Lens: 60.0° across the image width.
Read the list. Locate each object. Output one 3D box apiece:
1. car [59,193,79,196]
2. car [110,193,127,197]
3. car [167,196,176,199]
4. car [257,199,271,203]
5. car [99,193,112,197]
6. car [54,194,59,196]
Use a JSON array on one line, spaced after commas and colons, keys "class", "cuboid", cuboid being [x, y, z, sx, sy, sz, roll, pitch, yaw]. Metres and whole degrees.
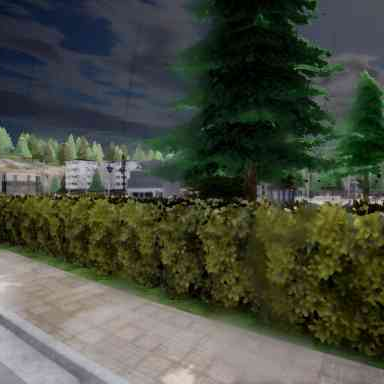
[{"class": "car", "cuboid": [-28.369, 1.153, 79.486, 2.152, 1.636, 5.027, 0, 0, 43]}, {"class": "car", "cuboid": [-10.575, 1.384, 52.759, 1.970, 1.475, 3.806, 0, 0, 43]}, {"class": "car", "cuboid": [-3.306, 1.374, 56.091, 1.845, 1.501, 3.633, 0, 0, 43]}, {"class": "car", "cuboid": [9.635, 1.352, 44.226, 2.097, 1.767, 4.553, 0, 0, 43]}, {"class": "car", "cuboid": [-16.694, 1.097, 68.980, 1.932, 1.855, 4.605, 0, 0, 43]}, {"class": "car", "cuboid": [-33.247, 1.232, 83.668, 1.970, 1.475, 3.806, 0, 0, 43]}]
